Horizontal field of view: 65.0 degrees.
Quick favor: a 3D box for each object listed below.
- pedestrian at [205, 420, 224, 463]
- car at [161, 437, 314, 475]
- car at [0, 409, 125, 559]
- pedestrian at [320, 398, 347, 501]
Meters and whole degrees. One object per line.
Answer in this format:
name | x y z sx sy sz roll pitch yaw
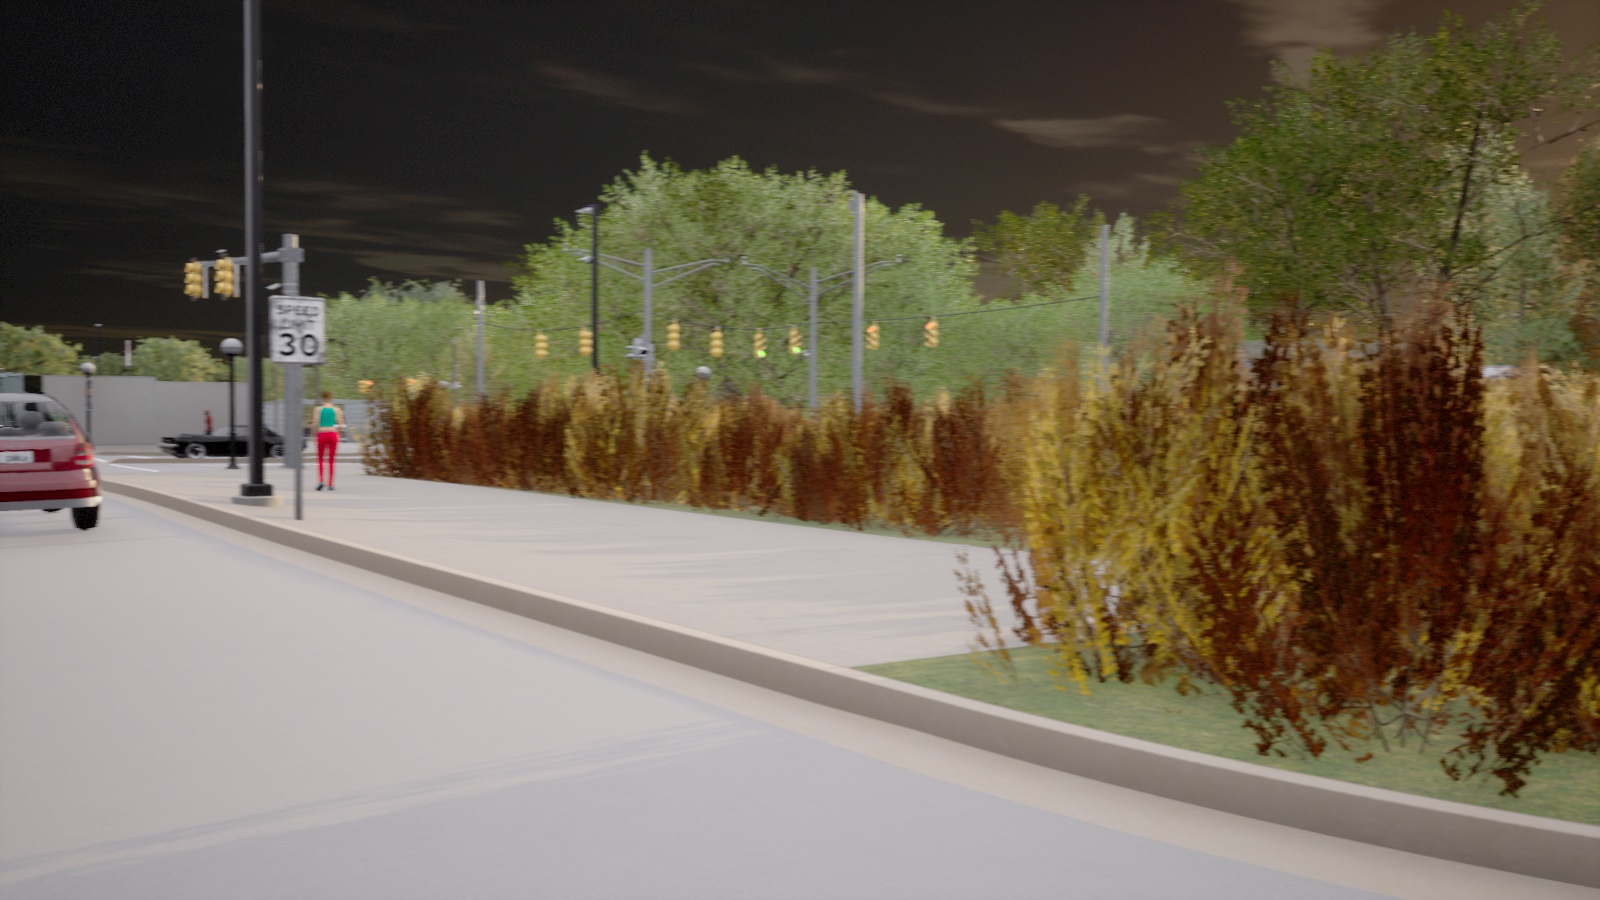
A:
pedestrian | -25.773 -0.378 55.265 0.636 1.846 0.331 -2 3 -34
car | -20.384 0.180 45.639 4.718 1.301 1.895 0 1 -43
car | -9.401 0.320 14.866 1.789 1.549 3.705 -3 4 -38
pedestrian | -8.441 -0.016 22.718 0.345 1.836 0.594 -2 3 -25
